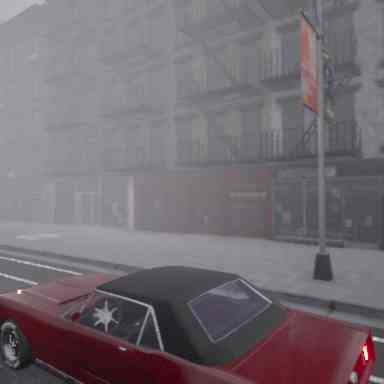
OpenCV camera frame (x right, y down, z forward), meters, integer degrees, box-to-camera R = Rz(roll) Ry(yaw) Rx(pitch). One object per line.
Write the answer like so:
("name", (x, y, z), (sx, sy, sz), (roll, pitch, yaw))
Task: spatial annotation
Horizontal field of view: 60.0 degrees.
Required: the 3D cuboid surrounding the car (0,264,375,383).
("car", (-0.539, 1.616, 4.081), (4.718, 1.301, 1.895), (0, 0, 36))
